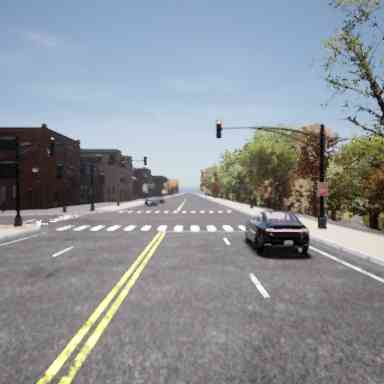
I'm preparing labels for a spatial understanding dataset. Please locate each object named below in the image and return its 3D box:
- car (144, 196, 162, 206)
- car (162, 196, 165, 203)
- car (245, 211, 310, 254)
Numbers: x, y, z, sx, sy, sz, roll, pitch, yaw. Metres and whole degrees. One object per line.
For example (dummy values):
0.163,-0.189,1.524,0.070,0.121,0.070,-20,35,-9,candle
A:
-6.733,1.564,55.154,2.128,1.511,4.902,0,0,0,car
-6.751,1.633,70.502,2.033,1.411,5.357,0,0,0,car
3.314,1.508,13.622,2.128,1.511,4.902,0,0,2,car
